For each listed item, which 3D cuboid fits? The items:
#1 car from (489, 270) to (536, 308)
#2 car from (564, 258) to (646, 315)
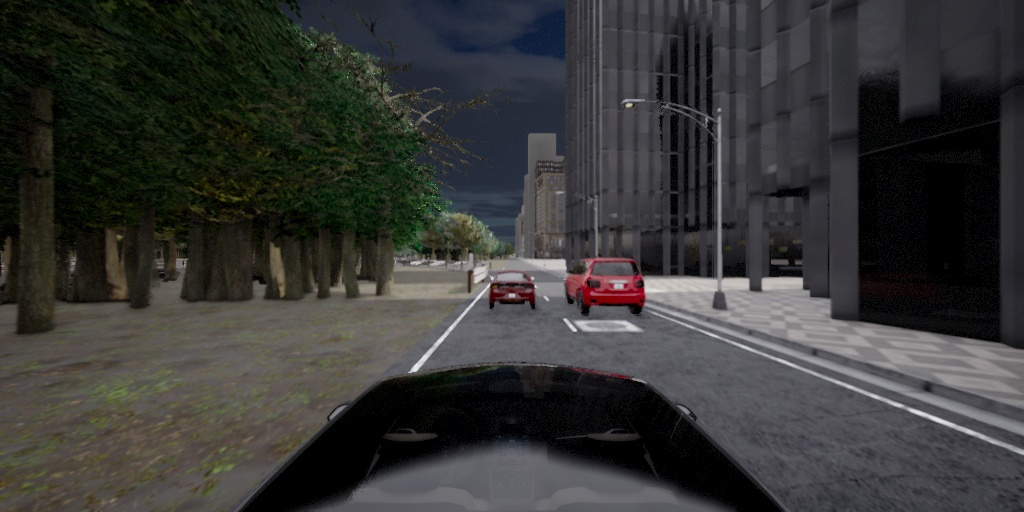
[{"bbox_3d":[0.022,1.367,16.096,1.882,1.535,5.008,0,0,0],"label":"car"},{"bbox_3d":[3.508,1.099,14.434,2.150,2.045,5.566,0,0,0],"label":"car"}]
